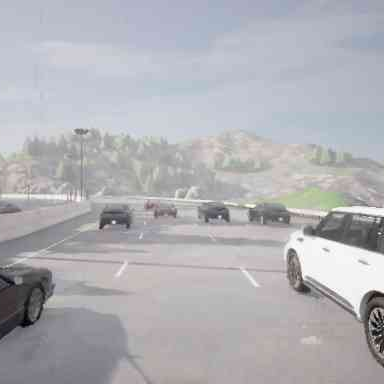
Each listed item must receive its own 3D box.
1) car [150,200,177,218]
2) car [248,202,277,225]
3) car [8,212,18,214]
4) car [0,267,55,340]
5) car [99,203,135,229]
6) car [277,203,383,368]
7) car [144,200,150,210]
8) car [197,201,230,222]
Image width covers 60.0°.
[{"bbox_3d":[-2.521,1.600,29.991,1.895,1.301,4.718,0,0,-9],"label":"car"},{"bbox_3d":[5.440,1.505,23.918,1.837,1.490,4.892,0,0,-7],"label":"car"},{"bbox_3d":[-16.810,1.564,29.357,1.994,1.385,4.181,0,0,-10],"label":"car"},{"bbox_3d":[-3.507,1.547,3.956,2.033,1.411,5.357,0,0,-1],"label":"car"},{"bbox_3d":[-4.887,1.504,21.880,1.837,1.490,4.892,0,0,-7],"label":"car"},{"bbox_3d":[3.410,1.224,5.774,2.150,2.045,5.566,0,0,-2],"label":"car"},{"bbox_3d":[-4.985,1.601,42.265,1.895,1.301,4.718,0,0,-13],"label":"car"},{"bbox_3d":[1.623,1.504,26.072,1.837,1.490,4.892,0,0,-8],"label":"car"}]
